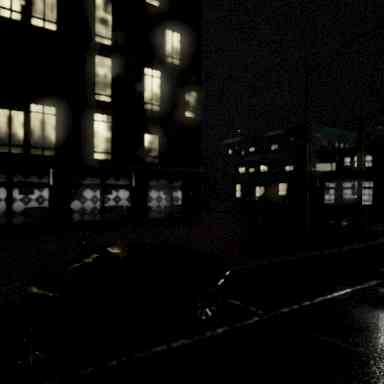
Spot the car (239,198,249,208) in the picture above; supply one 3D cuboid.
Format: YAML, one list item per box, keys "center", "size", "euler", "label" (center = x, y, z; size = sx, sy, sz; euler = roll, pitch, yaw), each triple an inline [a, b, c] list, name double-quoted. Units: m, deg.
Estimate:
- center: [7.461, 1.223, 39.718]
  size: [1.967, 1.590, 4.097]
  euler: [1, 0, -36]
  label: "car"

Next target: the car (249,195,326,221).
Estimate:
- center: [7.275, 1.168, 25.816]
  size: [2.192, 1.841, 5.009]
  euler: [1, 0, -36]
  label: "car"

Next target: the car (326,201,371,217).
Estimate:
- center: [14.024, 1.465, 30.776]
  size: [1.887, 1.381, 4.507]
  euler: [1, 0, -36]
  label: "car"

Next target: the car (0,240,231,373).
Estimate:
- center: [-1.254, 1.573, 5.661]
  size: [4.313, 1.339, 1.947]
  euler: [0, 0, -35]
  label: "car"

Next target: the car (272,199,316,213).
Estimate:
- center: [10.741, 1.434, 35.245]
  size: [1.802, 1.307, 4.206]
  euler: [1, 0, -36]
  label: "car"

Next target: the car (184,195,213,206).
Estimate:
- center: [0.894, 1.194, 48.658]
  size: [2.008, 1.369, 4.403]
  euler: [1, 0, -36]
  label: "car"

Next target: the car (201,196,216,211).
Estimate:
- center: [0.703, 1.297, 34.757]
  size: [1.802, 1.307, 4.206]
  euler: [1, 0, -36]
  label: "car"
